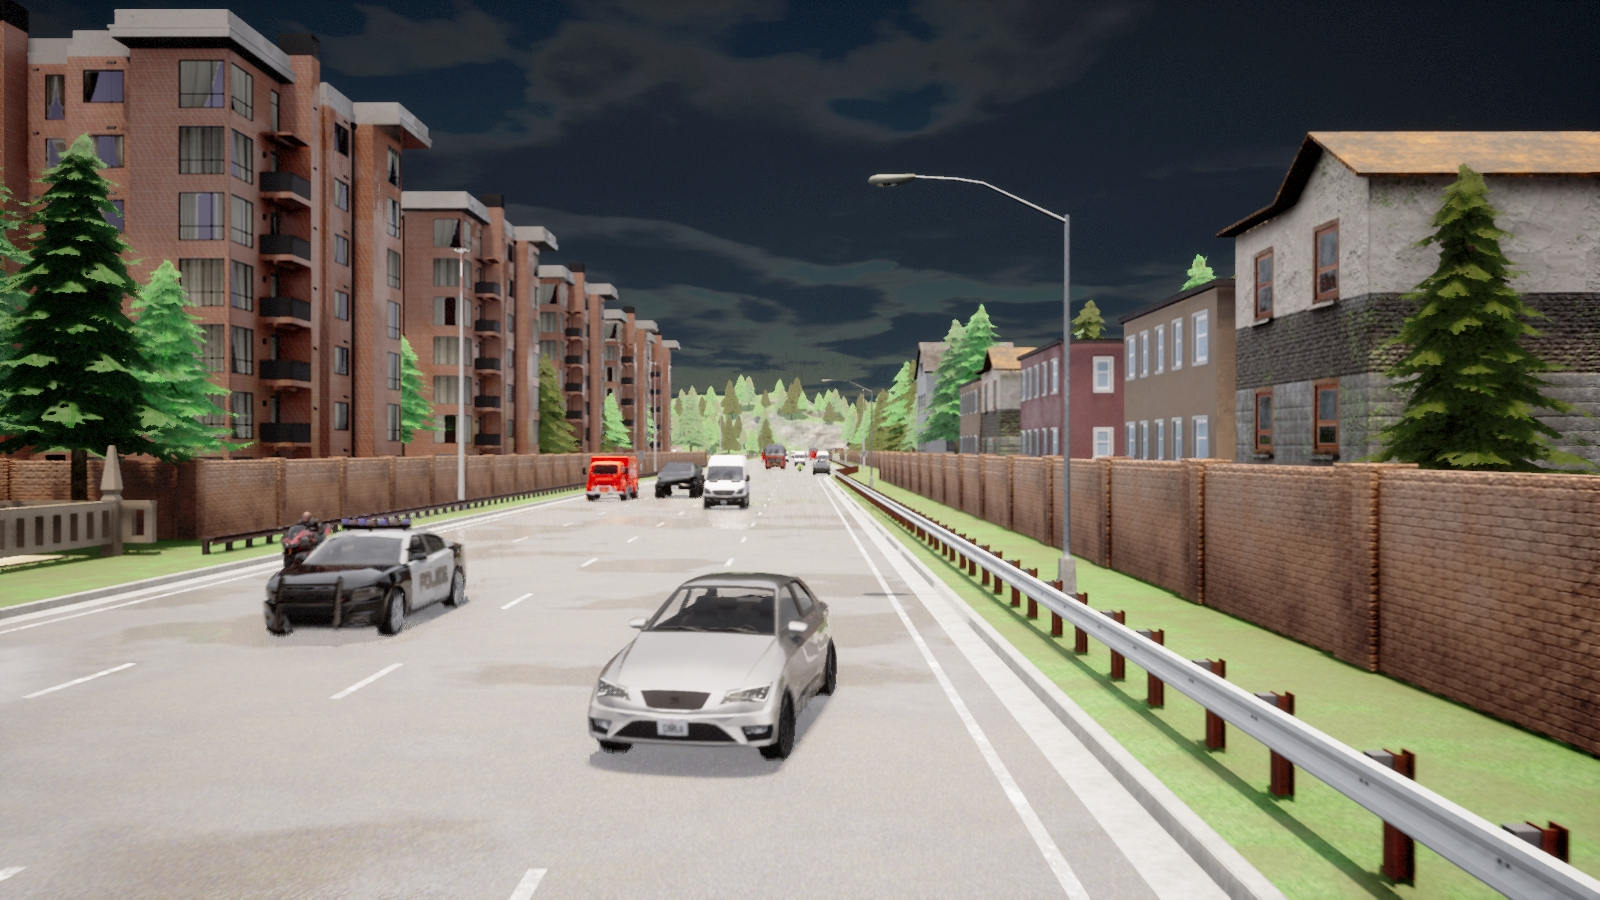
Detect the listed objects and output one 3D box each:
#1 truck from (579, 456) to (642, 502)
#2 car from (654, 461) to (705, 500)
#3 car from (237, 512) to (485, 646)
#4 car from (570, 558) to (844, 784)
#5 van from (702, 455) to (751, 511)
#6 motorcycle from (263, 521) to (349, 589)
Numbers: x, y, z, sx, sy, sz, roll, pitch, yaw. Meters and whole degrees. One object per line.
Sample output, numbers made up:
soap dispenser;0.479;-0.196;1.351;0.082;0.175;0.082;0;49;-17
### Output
truck;-10.507;1.565;63.794;2.627;2.467;5.204;0;0;0
car;-7.009;1.750;67.151;2.390;2.098;6.274;0;0;0
car;-7.001;1.981;18.966;2.097;1.638;5.238;0;0;0
car;-0.728;2.065;11.799;1.816;1.474;4.193;0;0;10
van;-3.501;1.532;55.320;1.988;2.561;5.915;0;0;0
motorcycle;-10.503;2.204;24.393;0.867;1.251;2.209;0;0;0
